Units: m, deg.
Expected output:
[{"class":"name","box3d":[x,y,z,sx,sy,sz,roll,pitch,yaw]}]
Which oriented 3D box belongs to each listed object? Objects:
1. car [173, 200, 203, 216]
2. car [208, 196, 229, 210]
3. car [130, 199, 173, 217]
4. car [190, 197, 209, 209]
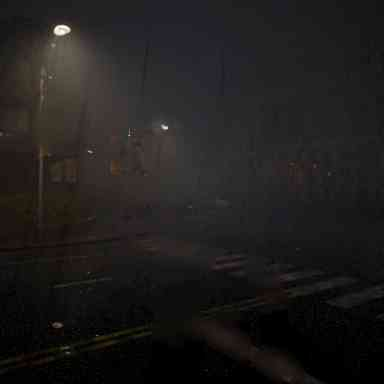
[{"class":"car","box3d":[-1.132,1.803,35.495,1.994,1.385,4.181,1,0,-35]},{"class":"car","box3d":[3.143,1.605,49.749,2.150,2.045,5.566,1,0,-35]},{"class":"car","box3d":[-4.209,1.721,33.788,1.812,1.442,4.674,1,0,-35]},{"class":"car","box3d":[-0.112,1.818,48.315,1.882,1.535,5.008,1,-1,-35]}]
